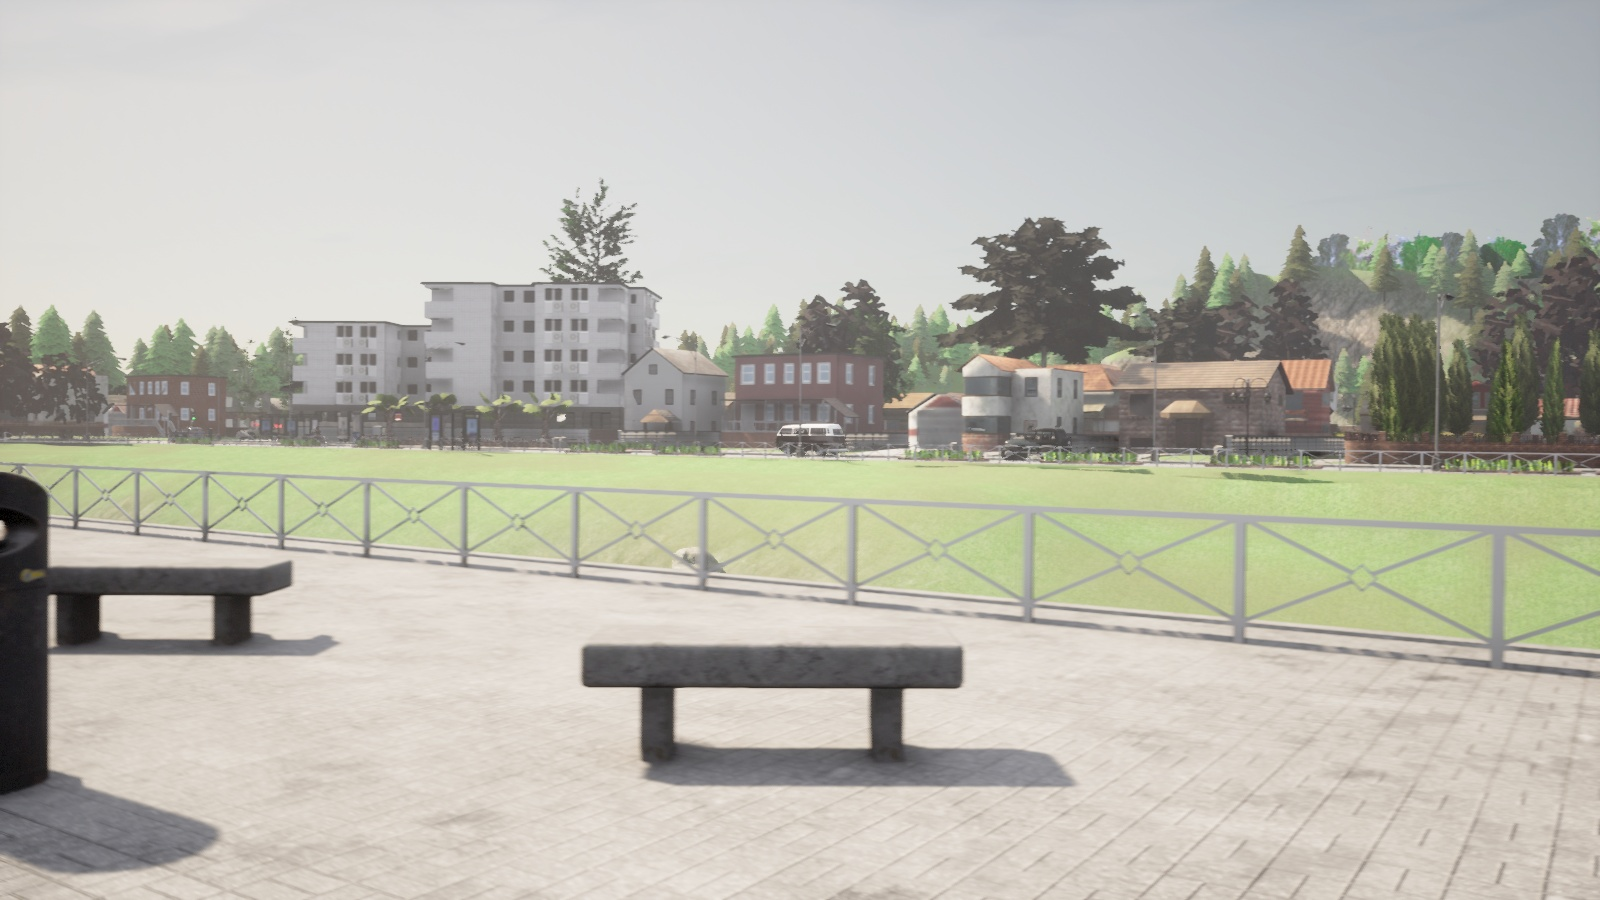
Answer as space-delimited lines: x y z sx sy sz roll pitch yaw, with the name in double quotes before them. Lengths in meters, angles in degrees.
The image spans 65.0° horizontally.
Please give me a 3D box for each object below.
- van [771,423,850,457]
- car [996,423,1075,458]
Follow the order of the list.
"van" 0.616 -0.613 77.867 4.480 2.038 2.069 0 1 34
"car" 13.061 -0.541 69.596 3.866 1.878 1.905 0 1 34
